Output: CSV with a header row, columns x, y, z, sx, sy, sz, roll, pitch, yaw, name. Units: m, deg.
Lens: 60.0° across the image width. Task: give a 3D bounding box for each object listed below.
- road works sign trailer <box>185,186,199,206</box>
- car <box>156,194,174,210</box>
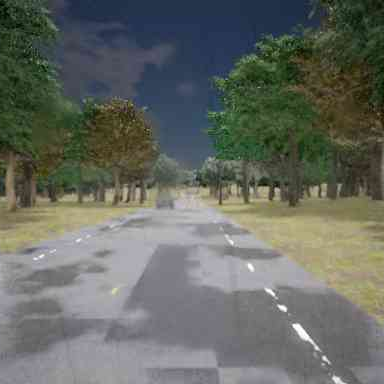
x,y,z,sx,sy,sz,roll,pitch,yaw,name
0.087,0.789,60.660,2.380,3.560,2.880,0,-1,-2,road works sign trailer
-3.562,1.312,45.123,2.150,2.045,5.566,0,-1,0,car
